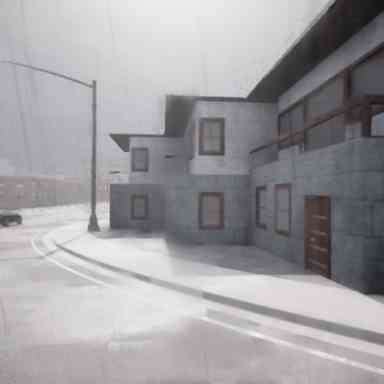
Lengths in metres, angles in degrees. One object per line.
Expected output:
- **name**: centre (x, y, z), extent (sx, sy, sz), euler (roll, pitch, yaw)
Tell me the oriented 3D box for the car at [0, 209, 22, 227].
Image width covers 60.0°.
- **car**: centre (-16.960, 2.292, 29.925), extent (2.128, 1.511, 4.902), euler (0, -2, -7)
